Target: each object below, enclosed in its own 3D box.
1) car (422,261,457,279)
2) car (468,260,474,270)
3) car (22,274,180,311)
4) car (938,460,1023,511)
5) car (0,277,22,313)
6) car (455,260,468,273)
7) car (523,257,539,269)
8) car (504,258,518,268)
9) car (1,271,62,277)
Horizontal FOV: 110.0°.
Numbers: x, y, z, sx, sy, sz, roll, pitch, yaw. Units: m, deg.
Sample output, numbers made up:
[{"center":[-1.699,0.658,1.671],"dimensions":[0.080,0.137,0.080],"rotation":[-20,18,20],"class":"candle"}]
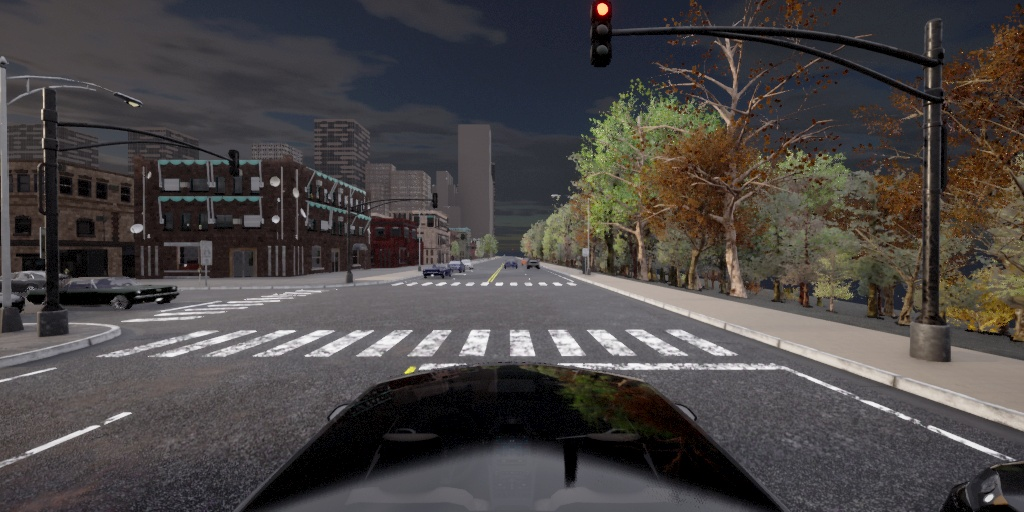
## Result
[{"center":[-6.729,1.341,32.904],"dimensions":[1.895,1.301,4.718],"rotation":[0,0,2],"class":"car"},{"center":[-6.805,1.257,53.345],"dimensions":[1.812,1.442,4.674],"rotation":[0,0,0],"class":"car"},{"center":[-17.039,1.539,15.149],"dimensions":[4.718,1.301,1.895],"rotation":[-1,1,2],"class":"car"},{"center":[3.363,1.314,0.200],"dimensions":[1.994,1.385,4.181],"rotation":[0,0,-1],"class":"car"},{"center":[-19.994,1.565,12.529],"dimensions":[4.313,1.339,1.948],"rotation":[0,0,0],"class":"car"},{"center":[-6.771,1.261,43.075],"dimensions":[1.812,1.442,4.674],"rotation":[0,0,0],"class":"car"},{"center":[3.117,1.235,54.378],"dimensions":[1.837,1.490,4.892],"rotation":[0,0,0],"class":"car"},{"center":[-0.156,1.081,59.075],"dimensions":[2.097,1.767,4.553],"rotation":[0,0,0],"class":"car"},{"center":[-28.365,1.559,21.004],"dimensions":[4.403,1.370,2.007],"rotation":[0,0,0],"class":"car"}]
